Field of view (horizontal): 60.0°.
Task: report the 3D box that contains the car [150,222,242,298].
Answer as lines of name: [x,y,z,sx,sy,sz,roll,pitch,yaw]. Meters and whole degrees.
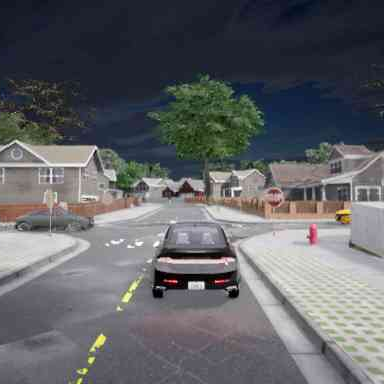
car: [0.077,1.503,8.510,2.128,1.511,4.902,0,0,0]

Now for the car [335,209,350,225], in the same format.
car: [12.020,1.395,21.817,5.008,1.535,1.882,-1,-2,1]

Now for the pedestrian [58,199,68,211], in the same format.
pedestrian: [-9.715,1.446,24.980,0.375,1.860,0.375,0,-1,1]

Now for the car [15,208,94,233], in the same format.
car: [-7.880,1.645,19.281,4.181,1.385,1.994,-1,-2,-6]
